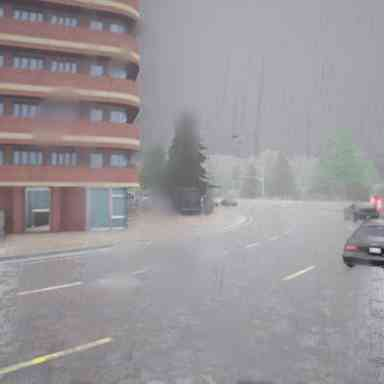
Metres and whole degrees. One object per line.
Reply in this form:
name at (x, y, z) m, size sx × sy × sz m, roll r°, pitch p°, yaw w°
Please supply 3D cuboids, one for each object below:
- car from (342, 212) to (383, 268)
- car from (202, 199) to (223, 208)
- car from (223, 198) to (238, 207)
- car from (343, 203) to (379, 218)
car at (6.371, 1.616, 10.902) m, size 2.033 × 1.411 × 5.357 m, roll 0°, pitch 0°, yaw 36°
car at (3.130, 1.905, 57.255) m, size 1.837 × 1.490 × 4.892 m, roll 0°, pitch -1°, yaw -15°
car at (6.496, 1.906, 58.216) m, size 1.837 × 1.490 × 4.892 m, roll 0°, pitch -1°, yaw -15°
car at (13.667, 1.676, 27.001) m, size 1.837 × 1.490 × 4.892 m, roll 0°, pitch 0°, yaw 13°
